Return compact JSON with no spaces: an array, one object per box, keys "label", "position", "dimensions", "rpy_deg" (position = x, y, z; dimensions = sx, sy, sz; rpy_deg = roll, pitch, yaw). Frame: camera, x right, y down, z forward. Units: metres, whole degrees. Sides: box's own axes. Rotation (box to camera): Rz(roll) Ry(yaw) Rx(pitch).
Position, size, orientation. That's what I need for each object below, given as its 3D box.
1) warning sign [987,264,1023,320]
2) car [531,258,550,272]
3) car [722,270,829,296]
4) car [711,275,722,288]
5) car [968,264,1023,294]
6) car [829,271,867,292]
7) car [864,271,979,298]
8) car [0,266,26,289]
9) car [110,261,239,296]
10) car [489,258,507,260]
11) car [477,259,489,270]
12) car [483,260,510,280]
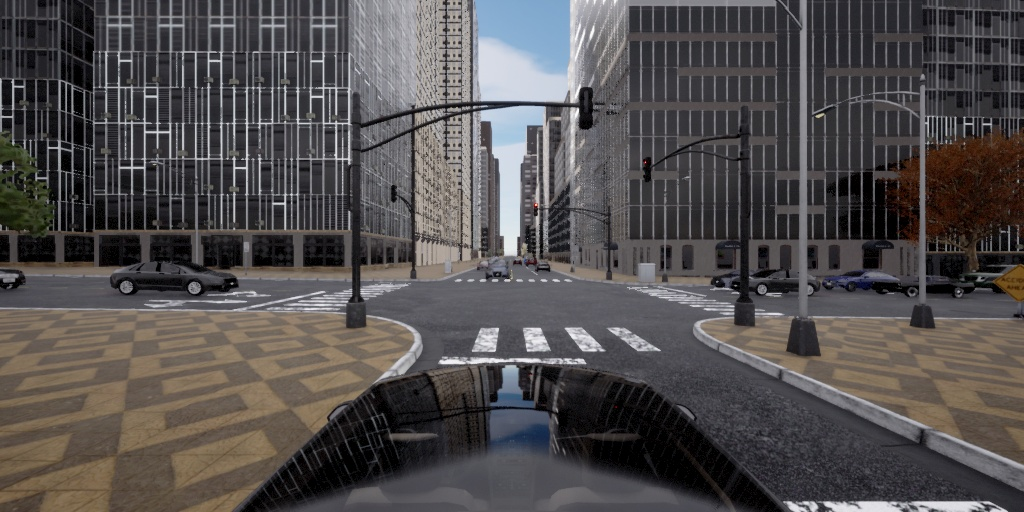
[{"label":"warning sign","position":[17.268,1.204,12.189],"dimensions":[1.060,1.860,1.300],"rpy_deg":[0,0,-3]},{"label":"car","position":[3.898,1.329,45.983],"dimensions":[1.948,1.339,4.313],"rpy_deg":[0,0,0]},{"label":"car","position":[15.785,1.564,21.590],"dimensions":[4.892,1.490,1.837],"rpy_deg":[1,0,-4]},{"label":"car","position":[16.155,1.629,24.851],"dimensions":[4.181,1.385,1.994],"rpy_deg":[1,0,-3]},{"label":"car","position":[35.431,1.630,25.751],"dimensions":[5.566,2.045,2.150],"rpy_deg":[1,0,-3]},{"label":"car","position":[24.556,1.741,25.245],"dimensions":[4.674,1.442,1.812],"rpy_deg":[1,0,-3]},{"label":"car","position":[25.028,1.826,22.017],"dimensions":[4.718,1.301,1.895],"rpy_deg":[1,0,-3]},{"label":"car","position":[-25.298,0.802,16.197],"dimensions":[4.902,1.511,2.128],"rpy_deg":[1,0,-3]},{"label":"car","position":[-15.516,0.994,16.653],"dimensions":[4.892,1.490,1.837],"rpy_deg":[1,0,-3]},{"label":"car","position":[-1.556,1.270,44.607],"dimensions":[1.837,1.490,4.892],"rpy_deg":[0,0,0]},{"label":"car","position":[-4.059,1.342,51.470],"dimensions":[1.802,1.307,4.207],"rpy_deg":[0,0,0]},{"label":"car","position":[-1.285,1.332,31.318],"dimensions":[1.994,1.385,4.181],"rpy_deg":[0,0,-3]}]
